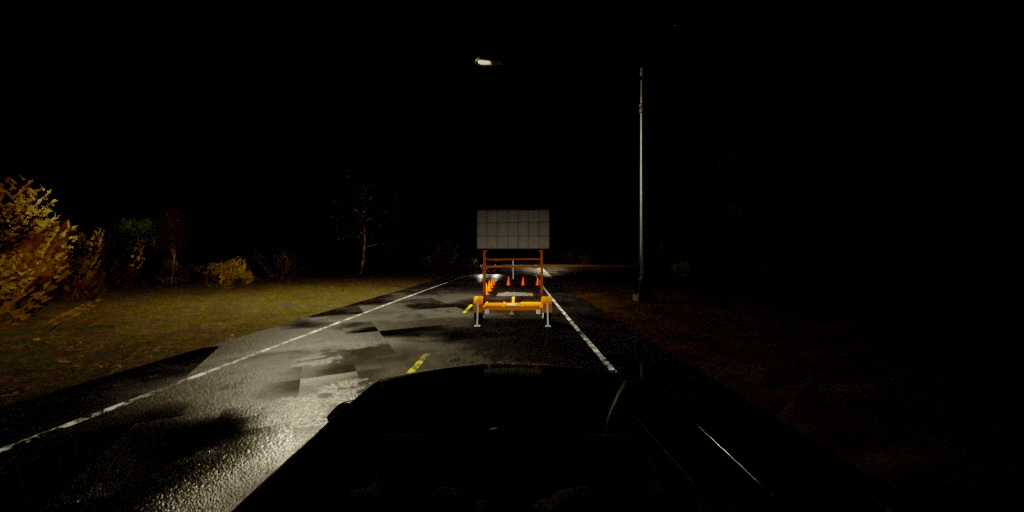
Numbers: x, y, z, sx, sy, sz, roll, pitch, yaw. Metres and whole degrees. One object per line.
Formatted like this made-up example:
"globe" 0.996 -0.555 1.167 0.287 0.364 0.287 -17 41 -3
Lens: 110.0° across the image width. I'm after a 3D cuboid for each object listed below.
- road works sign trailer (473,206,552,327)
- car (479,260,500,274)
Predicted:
"road works sign trailer" 0.038 0.213 11.533 2.380 3.560 2.880 0 0 1
"car" -2.556 1.095 41.373 2.097 1.767 4.553 0 0 3
